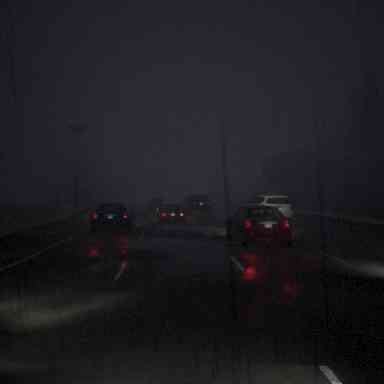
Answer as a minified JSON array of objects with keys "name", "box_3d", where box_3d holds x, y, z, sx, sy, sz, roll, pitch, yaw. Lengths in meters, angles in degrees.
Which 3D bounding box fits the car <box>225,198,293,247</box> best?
[{"name":"car","box_3d":[2.864,1.359,15.264,2.097,1.767,4.553,0,0,-4]}]

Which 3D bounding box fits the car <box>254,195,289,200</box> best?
[{"name":"car","box_3d":[5.492,1.232,24.510,2.150,2.045,5.566,0,0,-7]}]

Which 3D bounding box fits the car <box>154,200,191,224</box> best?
[{"name":"car","box_3d":[-1.578,1.568,24.708,2.033,1.411,5.357,0,0,-7]}]

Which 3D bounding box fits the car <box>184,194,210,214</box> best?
[{"name":"car","box_3d":[0.427,1.246,34.893,2.150,2.045,5.566,0,0,-10]}]

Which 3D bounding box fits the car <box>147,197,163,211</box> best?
[{"name":"car","box_3d":[-4.547,1.389,42.010,2.097,1.767,4.553,0,0,-12]}]

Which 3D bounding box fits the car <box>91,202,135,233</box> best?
[{"name":"car","box_3d":[-4.577,1.373,19.854,2.097,1.767,4.553,0,0,-6]}]
